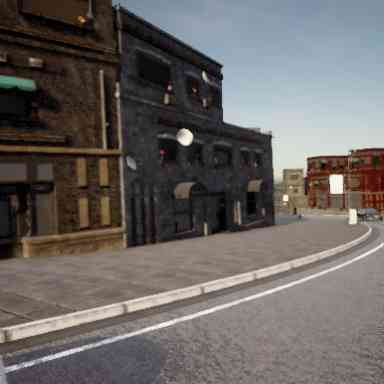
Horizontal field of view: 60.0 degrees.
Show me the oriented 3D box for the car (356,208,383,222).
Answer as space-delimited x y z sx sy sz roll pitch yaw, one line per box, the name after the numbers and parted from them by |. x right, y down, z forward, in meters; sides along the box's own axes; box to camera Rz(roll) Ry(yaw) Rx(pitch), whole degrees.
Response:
20.523 2.664 38.593 1.837 1.490 4.892 -2 -4 10 | car

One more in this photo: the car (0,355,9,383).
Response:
-3.590 1.549 1.666 4.674 1.442 1.812 0 0 -35 | car
